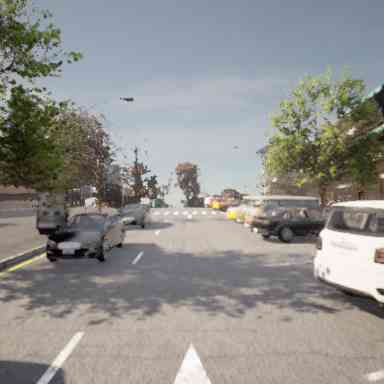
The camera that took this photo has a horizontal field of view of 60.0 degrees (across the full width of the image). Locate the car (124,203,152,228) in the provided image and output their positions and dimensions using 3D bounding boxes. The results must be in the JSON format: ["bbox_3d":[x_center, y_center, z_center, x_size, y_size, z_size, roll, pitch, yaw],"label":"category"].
[{"bbox_3d":[-3.876,1.550,22.646,2.128,1.511,4.902,-1,0,-1],"label":"car"}]

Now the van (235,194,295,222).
[{"bbox_3d":[5.038,1.235,18.858,4.442,1.987,1.878,0,0,-20],"label":"van"}]

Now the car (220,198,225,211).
[{"bbox_3d":[5.125,1.512,27.979,4.674,1.452,2.002,0,0,-20],"label":"car"}]

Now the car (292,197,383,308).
[{"bbox_3d":[5.198,1.195,6.829,5.566,2.045,2.435,0,0,-20],"label":"car"}]

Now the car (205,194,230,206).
[{"bbox_3d":[4.949,1.240,43.076,5.566,2.045,2.435,0,0,-21],"label":"car"}]

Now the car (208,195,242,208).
[{"bbox_3d":[4.878,1.411,49.150,4.553,1.767,2.185,1,-3,-22],"label":"car"}]

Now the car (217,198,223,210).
[{"bbox_3d":[5.099,1.516,31.007,4.674,1.452,2.002,0,0,-20],"label":"car"}]

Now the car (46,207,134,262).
[{"bbox_3d":[-3.751,1.537,12.457,2.128,1.511,4.902,-1,0,-1],"label":"car"}]

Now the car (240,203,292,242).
[{"bbox_3d":[5.144,1.459,15.881,4.892,1.521,2.231,0,0,-20],"label":"car"}]

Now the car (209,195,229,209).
[{"bbox_3d":[5.190,1.485,40.128,5.366,1.575,1.946,0,0,-21],"label":"car"}]

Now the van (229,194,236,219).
[{"bbox_3d":[5.028,1.238,21.887,4.442,1.987,1.878,0,0,-20],"label":"van"}]

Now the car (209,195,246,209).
[{"bbox_3d":[4.888,1.369,46.126,4.553,1.767,2.185,1,-1,-21],"label":"car"}]

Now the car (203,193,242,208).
[{"bbox_3d":[4.763,1.408,52.102,5.566,2.045,2.435,2,-5,-21],"label":"car"}]

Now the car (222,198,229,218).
[{"bbox_3d":[5.303,1.466,25.019,5.366,1.575,1.946,0,0,-20],"label":"car"}]
